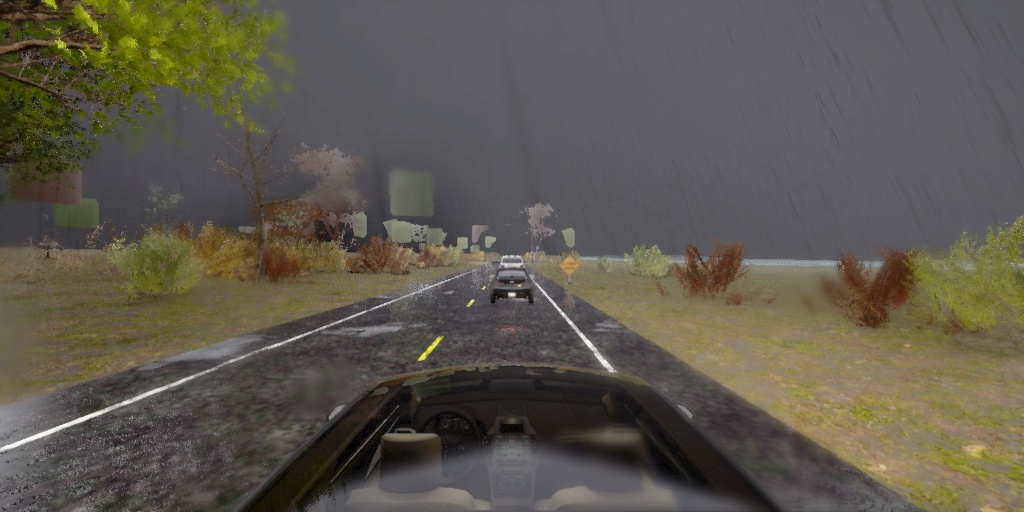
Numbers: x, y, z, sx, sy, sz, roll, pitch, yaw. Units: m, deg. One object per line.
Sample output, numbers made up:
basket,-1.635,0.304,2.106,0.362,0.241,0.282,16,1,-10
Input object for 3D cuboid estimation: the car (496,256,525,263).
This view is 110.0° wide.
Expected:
car,0.000,1.007,31.530,2.150,2.045,5.566,0,0,0

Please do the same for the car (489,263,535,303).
car,0.000,1.267,16.500,1.837,1.490,4.892,0,0,0

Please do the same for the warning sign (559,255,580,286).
warning sign,3.550,0.864,22.121,1.300,1.860,1.060,0,0,0
